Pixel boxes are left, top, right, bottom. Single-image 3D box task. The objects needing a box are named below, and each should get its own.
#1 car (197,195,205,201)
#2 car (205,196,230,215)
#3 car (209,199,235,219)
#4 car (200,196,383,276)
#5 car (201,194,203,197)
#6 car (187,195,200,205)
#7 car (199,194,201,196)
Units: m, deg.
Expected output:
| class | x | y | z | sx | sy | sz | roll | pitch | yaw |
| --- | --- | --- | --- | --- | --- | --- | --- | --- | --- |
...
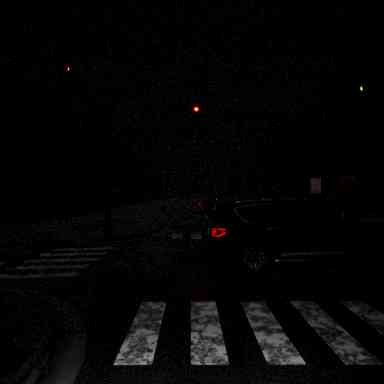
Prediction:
| class | x | y | z | sx | sy | sz | roll | pitch | yaw |
| --- | --- | --- | --- | --- | --- | --- | --- | --- | --- |
| car | 2.525 | 1.712 | 94.544 | 1.967 | 1.590 | 4.097 | -1 | 0 | 0 |
| car | 2.590 | 1.360 | 35.117 | 2.192 | 1.841 | 5.009 | -1 | 0 | 0 |
| car | 2.597 | 1.473 | 29.715 | 1.967 | 1.590 | 4.097 | -1 | 0 | 0 |
| car | 3.179 | 1.157 | 9.905 | 5.566 | 2.045 | 2.150 | -3 | 1 | 0 |
| car | 2.584 | 1.374 | 40.520 | 2.192 | 1.841 | 5.009 | -1 | 0 | 0 |
| car | 0.042 | 1.722 | 60.171 | 1.895 | 1.301 | 4.718 | 0 | 0 | 0 |
| car | 2.914 | 1.505 | 67.886 | 2.097 | 1.767 | 4.553 | 0 | 0 | 0 |
